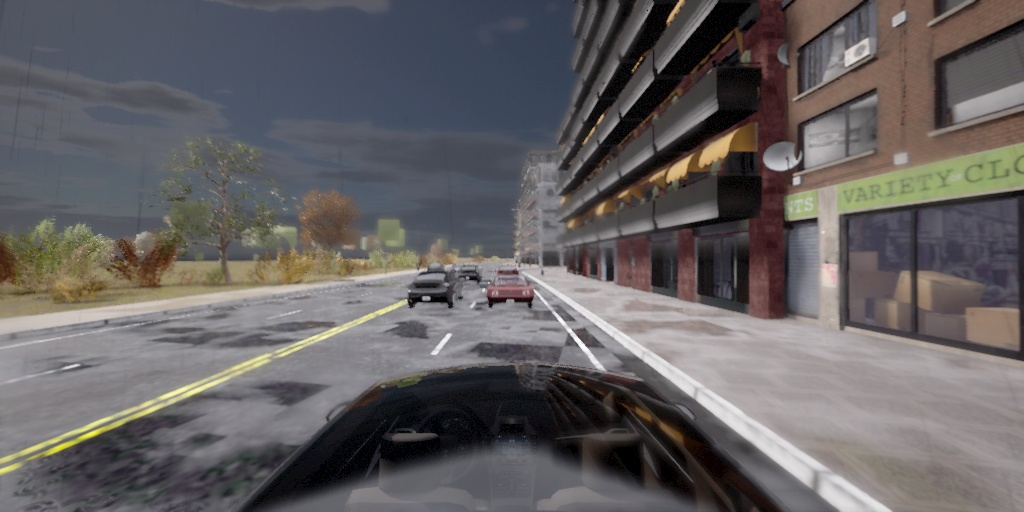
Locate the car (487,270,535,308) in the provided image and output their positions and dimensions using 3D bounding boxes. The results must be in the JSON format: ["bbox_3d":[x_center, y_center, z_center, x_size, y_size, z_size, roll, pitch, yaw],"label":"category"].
[{"bbox_3d":[-0.078,1.487,16.079,1.895,1.301,4.718,0,-1,-1],"label":"car"}]

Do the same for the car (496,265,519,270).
[{"bbox_3d":[-0.371,1.515,31.509,1.882,1.535,5.008,0,0,-1],"label":"car"}]

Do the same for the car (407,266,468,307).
[{"bbox_3d":[-3.328,1.395,16.218,1.837,1.490,4.892,0,0,-1],"label":"car"}]

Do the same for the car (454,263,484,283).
[{"bbox_3d":[-3.617,1.543,31.246,1.837,1.490,4.892,0,0,-1],"label":"car"}]

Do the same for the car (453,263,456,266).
[{"bbox_3d":[-7.586,1.732,51.344,2.128,1.511,4.902,0,-1,-2],"label":"car"}]

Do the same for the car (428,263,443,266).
[{"bbox_3d":[-10.826,1.715,51.001,1.882,1.535,5.008,0,-1,-2],"label":"car"}]
